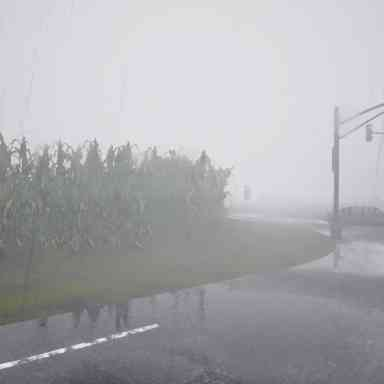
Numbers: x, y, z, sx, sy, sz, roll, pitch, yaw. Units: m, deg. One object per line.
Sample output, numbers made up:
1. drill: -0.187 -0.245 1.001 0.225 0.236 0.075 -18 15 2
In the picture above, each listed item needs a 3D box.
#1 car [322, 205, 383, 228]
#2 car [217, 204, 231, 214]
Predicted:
1. car: 10.958 1.546 20.511 5.357 1.411 2.033 0 0 44
2. car: 1.887 1.498 34.323 2.033 1.411 5.357 1 0 -27
